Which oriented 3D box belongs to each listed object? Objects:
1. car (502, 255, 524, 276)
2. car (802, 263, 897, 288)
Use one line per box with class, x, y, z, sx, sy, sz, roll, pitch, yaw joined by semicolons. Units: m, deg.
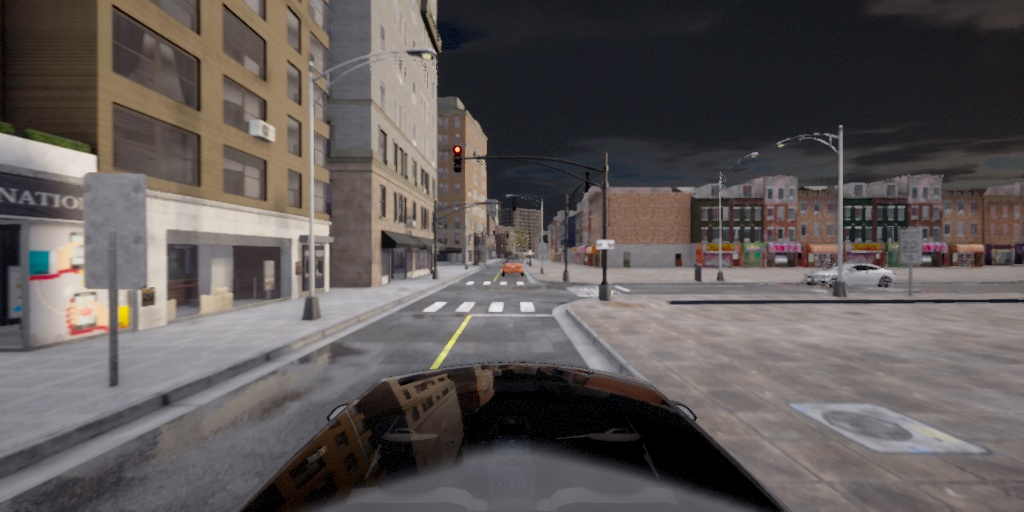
car;0.081;1.003;36.244;2.097;1.767;4.553;0;0;0
car;20.015;1.136;21.340;4.674;1.442;1.812;0;0;0
